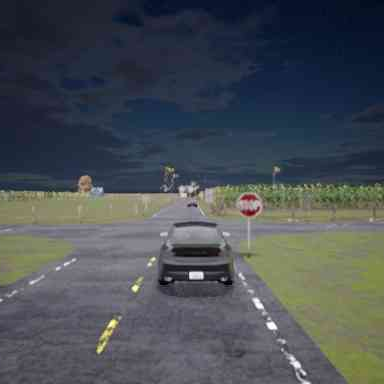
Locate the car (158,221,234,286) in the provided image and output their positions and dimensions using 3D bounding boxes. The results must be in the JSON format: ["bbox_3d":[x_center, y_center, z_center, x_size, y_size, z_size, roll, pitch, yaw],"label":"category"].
[{"bbox_3d":[0.095,1.610,9.709,1.837,1.490,4.892,0,-1,0],"label":"car"}]

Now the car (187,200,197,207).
[{"bbox_3d":[0.075,2.264,65.051,1.895,1.301,4.718,0,-1,0],"label":"car"}]
